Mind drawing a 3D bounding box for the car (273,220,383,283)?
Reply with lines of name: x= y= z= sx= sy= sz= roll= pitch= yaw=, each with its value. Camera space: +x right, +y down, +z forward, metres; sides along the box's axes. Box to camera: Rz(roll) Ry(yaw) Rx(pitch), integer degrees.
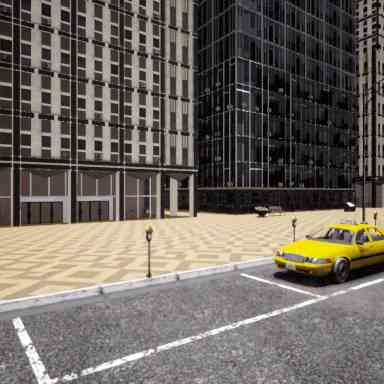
car: x=4.421 y=1.526 z=9.667 sx=4.829 sy=1.417 sz=1.752 roll=0 pitch=0 yaw=-35
